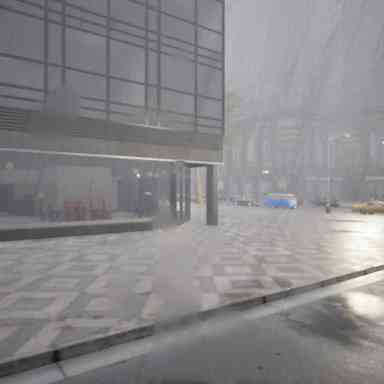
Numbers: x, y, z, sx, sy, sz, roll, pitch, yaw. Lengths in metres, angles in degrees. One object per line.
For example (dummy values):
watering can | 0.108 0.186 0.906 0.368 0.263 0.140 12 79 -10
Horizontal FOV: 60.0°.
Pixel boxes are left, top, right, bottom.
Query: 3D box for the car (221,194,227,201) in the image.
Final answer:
car | 7.752 1.137 58.138 2.008 1.369 4.403 1 0 -35

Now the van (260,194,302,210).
van | 10.506 1.141 39.442 1.690 1.788 3.998 1 0 -35

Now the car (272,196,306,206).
car | 14.229 1.287 48.954 1.887 1.381 4.507 1 0 -35

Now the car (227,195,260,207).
car | 7.266 1.280 44.033 2.008 1.369 4.403 1 0 -35

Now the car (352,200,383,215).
car | 17.079 1.448 30.118 1.752 1.417 4.829 1 0 -35

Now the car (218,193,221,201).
car | 4.516 0.945 62.727 1.967 1.590 4.097 1 0 -35

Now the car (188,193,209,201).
car | 1.276 0.974 67.317 2.008 1.369 4.403 1 0 -35

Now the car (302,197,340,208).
car | 17.465 1.378 44.364 1.947 1.339 4.313 1 0 -35

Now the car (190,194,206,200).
car | 0.887 1.101 53.079 1.752 1.417 4.829 1 0 -35
